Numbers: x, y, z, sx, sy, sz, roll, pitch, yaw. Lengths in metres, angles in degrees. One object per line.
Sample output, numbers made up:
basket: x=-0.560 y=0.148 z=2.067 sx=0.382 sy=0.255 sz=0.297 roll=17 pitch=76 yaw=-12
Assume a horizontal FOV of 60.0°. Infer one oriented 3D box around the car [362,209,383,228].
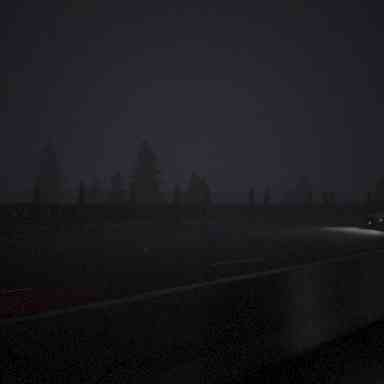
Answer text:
car: x=13.889 y=1.789 z=22.801 sx=4.674 sy=1.442 sz=1.812 roll=1 pitch=0 yaw=-22
